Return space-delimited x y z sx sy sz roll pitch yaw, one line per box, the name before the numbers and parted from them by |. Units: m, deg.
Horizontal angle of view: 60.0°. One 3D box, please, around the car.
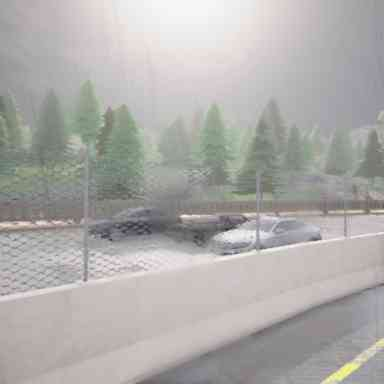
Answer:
car | 2.654 1.553 11.504 4.674 1.442 1.812 1 0 -38
